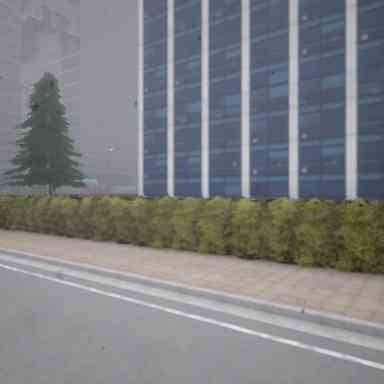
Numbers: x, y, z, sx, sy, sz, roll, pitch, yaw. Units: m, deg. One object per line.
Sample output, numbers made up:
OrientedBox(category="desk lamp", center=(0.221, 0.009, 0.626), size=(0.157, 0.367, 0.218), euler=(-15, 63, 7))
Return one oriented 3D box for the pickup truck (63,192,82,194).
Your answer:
OrientedBox(category="pickup truck", center=(-24.056, 1.053, 67.831), size=(6.274, 2.098, 2.390), euler=(0, 0, -24))
